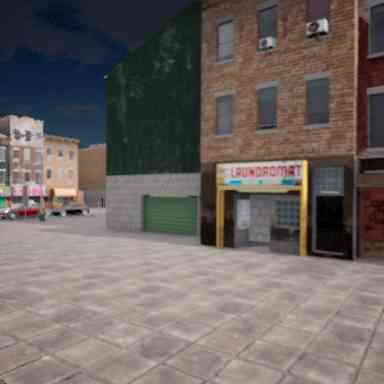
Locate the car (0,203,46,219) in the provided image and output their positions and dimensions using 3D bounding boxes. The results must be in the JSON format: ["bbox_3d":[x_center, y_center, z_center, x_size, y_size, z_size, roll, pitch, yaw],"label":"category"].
[{"bbox_3d":[-16.711,1.800,32.696,1.967,1.590,4.097,0,-1,36],"label":"car"}]

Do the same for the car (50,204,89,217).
[{"bbox_3d":[-13.556,1.988,37.119,1.947,1.339,4.313,0,-1,36],"label":"car"}]
